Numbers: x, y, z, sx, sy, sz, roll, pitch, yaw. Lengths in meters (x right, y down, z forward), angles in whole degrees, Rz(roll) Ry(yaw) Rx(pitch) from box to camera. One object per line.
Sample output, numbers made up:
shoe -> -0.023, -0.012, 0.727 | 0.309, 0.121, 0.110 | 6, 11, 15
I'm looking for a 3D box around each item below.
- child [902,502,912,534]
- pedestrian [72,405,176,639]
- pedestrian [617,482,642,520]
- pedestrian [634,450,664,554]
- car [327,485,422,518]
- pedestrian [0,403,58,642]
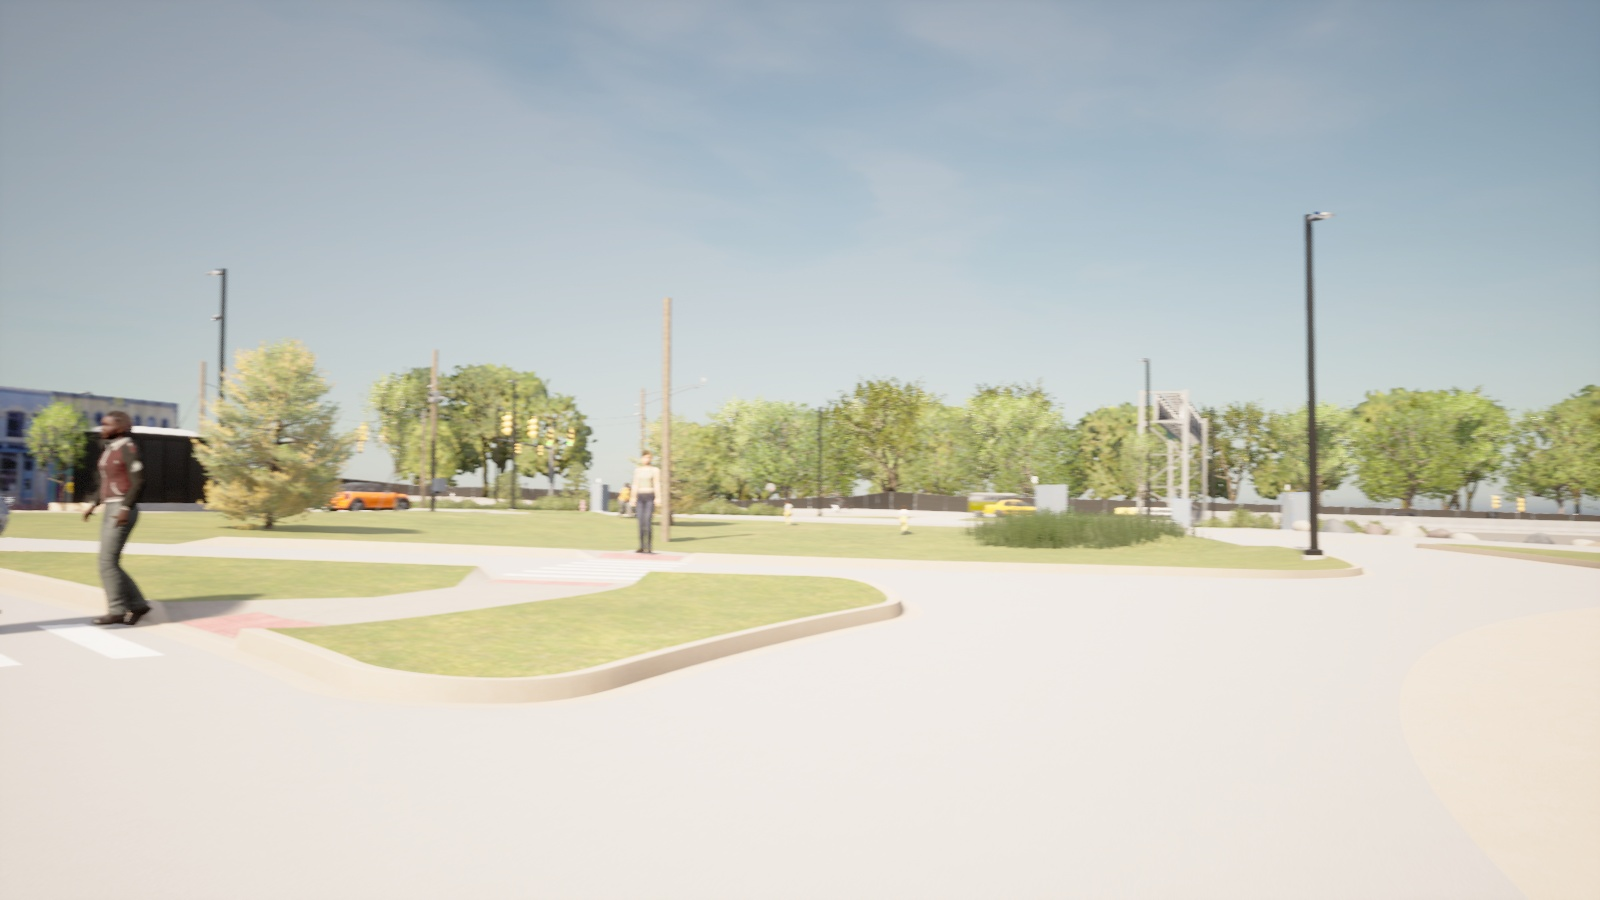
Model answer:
child -> 4.278, 2.703, 50.207 | 0.270, 1.263, 0.437 | -1, -3, 23
pedestrian -> -5.784, 0.607, 10.758 | 0.666, 1.930, 0.402 | 2, -4, -45
pedestrian -> -8.561, 2.569, 63.169 | 0.900, 1.855, 0.874 | -2, -3, 38
pedestrian -> -2.689, 0.928, 22.372 | 0.345, 1.836, 0.594 | -1, -3, 12
car -> -23.221, 2.788, 68.664 | 2.097, 1.767, 4.553 | -2, -2, 33
pedestrian -> -6.575, 0.578, 10.046 | 0.900, 1.855, 0.874 | 2, -4, -42
